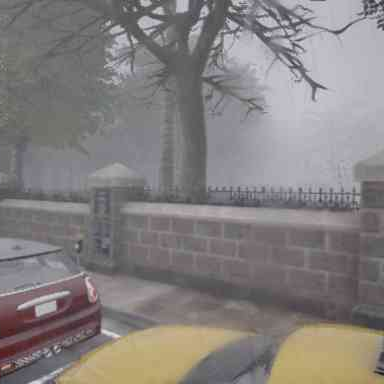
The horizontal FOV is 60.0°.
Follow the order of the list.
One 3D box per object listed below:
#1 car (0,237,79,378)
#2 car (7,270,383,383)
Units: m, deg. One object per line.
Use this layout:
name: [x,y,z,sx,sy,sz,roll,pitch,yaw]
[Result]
car: [-3.350,1.442,5.179,4.097,1.590,1.967,0,1,36]
car: [0.951,1.526,2.114,4.829,1.417,1.752,0,1,36]
